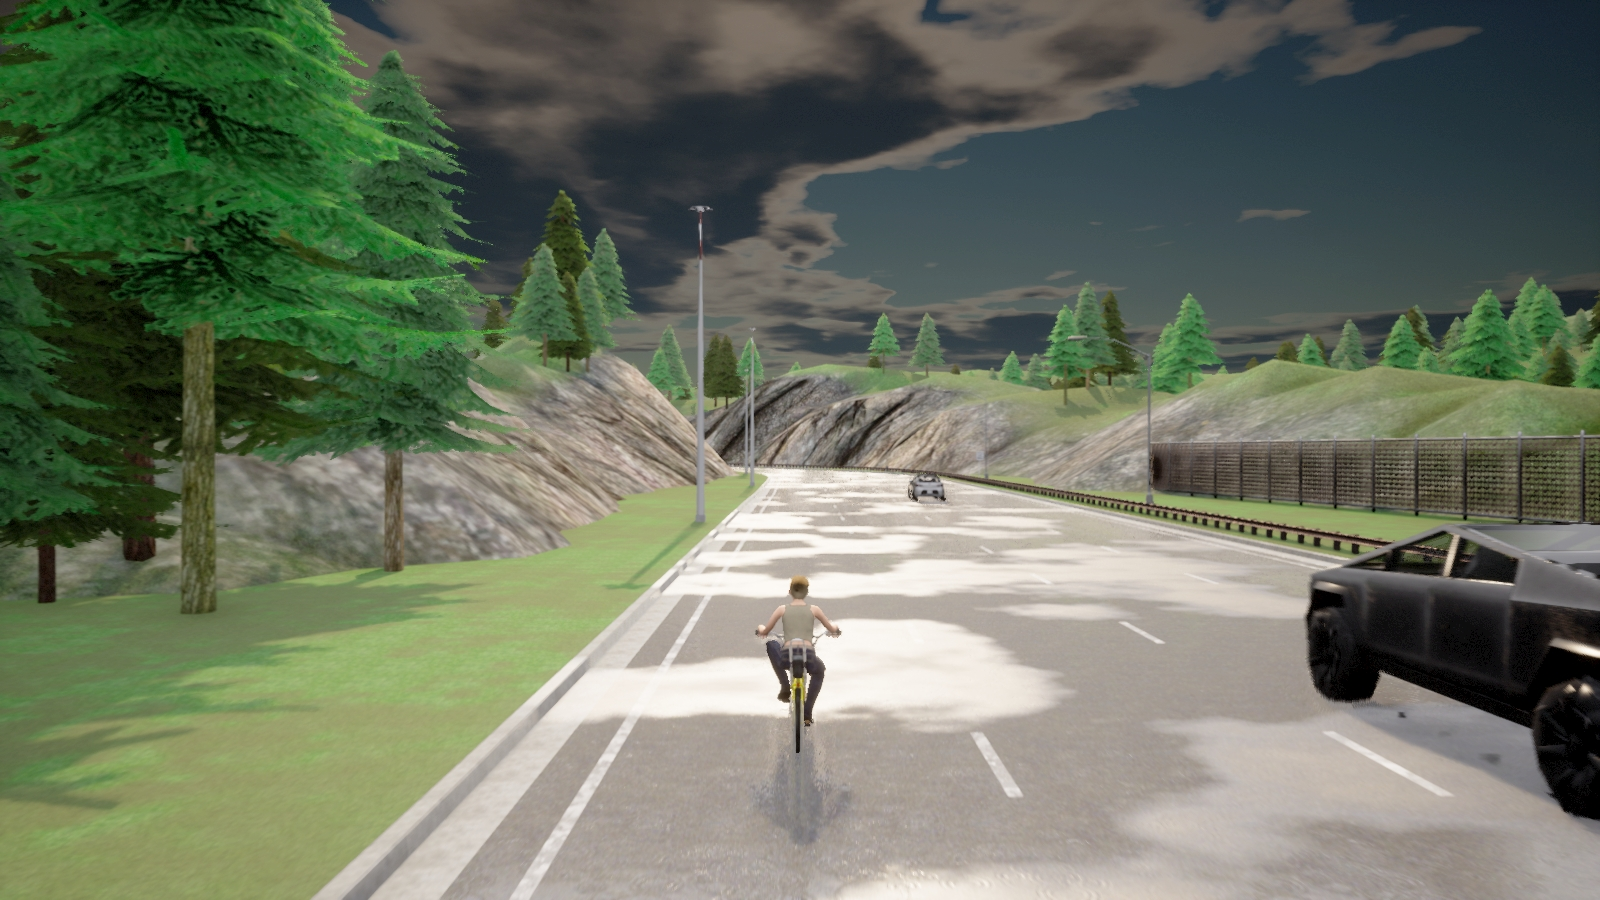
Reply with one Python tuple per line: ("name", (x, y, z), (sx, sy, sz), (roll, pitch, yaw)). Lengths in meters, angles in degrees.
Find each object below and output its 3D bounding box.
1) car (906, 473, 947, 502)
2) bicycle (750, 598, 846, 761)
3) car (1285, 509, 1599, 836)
("car", (7.034, 2.068, 63.863), (1.816, 1.474, 4.193), (0, 0, 0))
("bicycle", (-0.014, 2.158, 11.007), (0.859, 1.276, 1.487), (0, 0, 0))
("car", (7.008, 1.754, 10.547), (2.390, 2.098, 6.274), (0, 0, 0))
